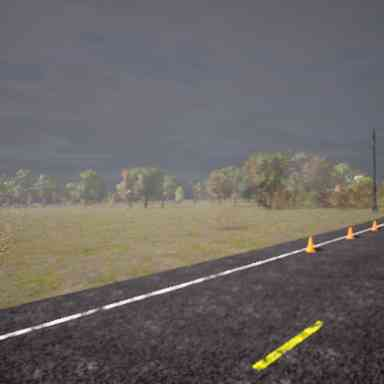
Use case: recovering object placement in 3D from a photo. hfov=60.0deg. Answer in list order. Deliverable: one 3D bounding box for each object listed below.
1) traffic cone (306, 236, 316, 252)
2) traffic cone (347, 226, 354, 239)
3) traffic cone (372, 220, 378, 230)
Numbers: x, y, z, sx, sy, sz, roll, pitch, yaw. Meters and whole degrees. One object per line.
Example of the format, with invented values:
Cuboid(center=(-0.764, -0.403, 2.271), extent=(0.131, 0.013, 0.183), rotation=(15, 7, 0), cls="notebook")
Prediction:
Cuboid(center=(4.659, 2.028, 13.048), extent=(0.340, 0.580, 0.340), rotation=(-1, -1, 42), cls="traffic cone")
Cuboid(center=(7.978, 2.034, 16.741), extent=(0.340, 0.580, 0.340), rotation=(-1, -1, 42), cls="traffic cone")
Cuboid(center=(11.254, 2.042, 20.471), extent=(0.340, 0.580, 0.340), rotation=(-1, -1, 41), cls="traffic cone")
